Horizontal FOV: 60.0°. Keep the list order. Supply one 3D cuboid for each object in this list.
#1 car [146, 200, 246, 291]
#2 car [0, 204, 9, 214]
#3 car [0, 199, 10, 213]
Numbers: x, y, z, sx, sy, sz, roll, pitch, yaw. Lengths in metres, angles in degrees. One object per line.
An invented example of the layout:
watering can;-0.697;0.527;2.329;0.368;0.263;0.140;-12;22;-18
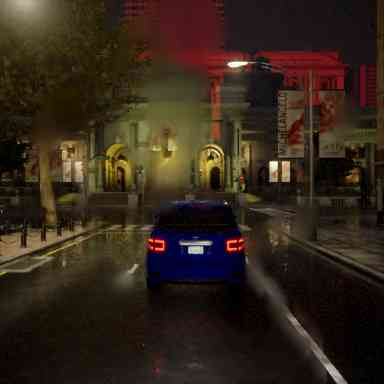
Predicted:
car;0.106;1.221;9.130;2.150;2.045;5.566;0;0;1
car;-20.932;1.601;32.929;4.718;1.301;1.895;0;0;1
car;-23.140;1.547;36.449;5.357;1.411;2.033;0;0;1
